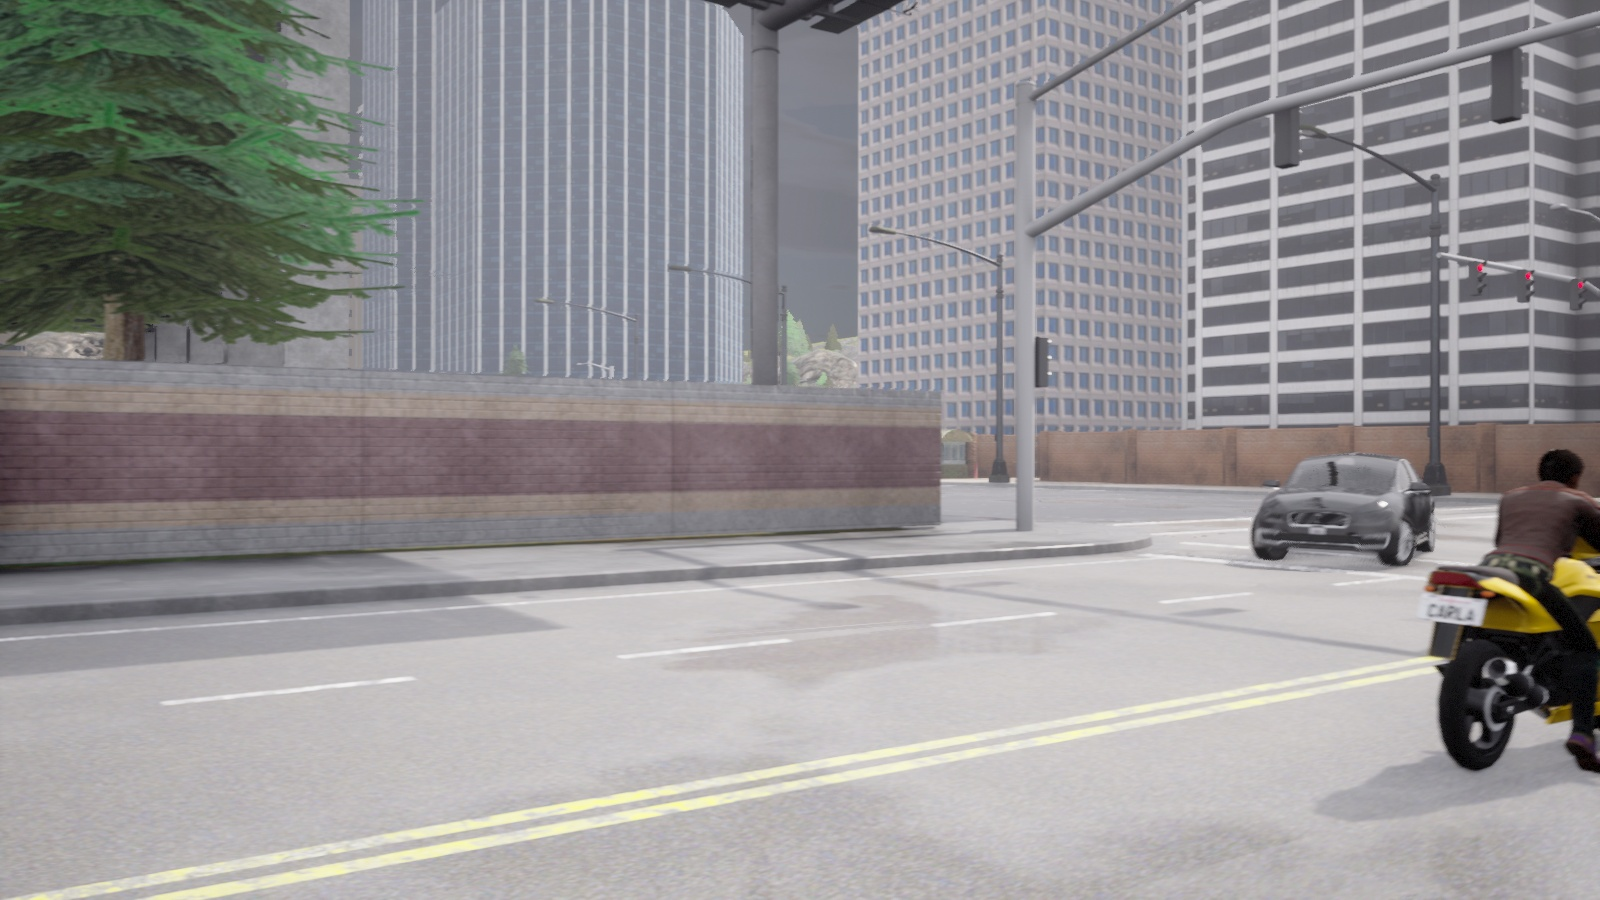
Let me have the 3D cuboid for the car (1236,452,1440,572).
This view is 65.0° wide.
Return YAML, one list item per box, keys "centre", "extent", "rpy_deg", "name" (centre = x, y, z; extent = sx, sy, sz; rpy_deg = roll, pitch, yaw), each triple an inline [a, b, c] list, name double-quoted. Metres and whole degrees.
- centre: [7.957, 0.778, 18.281]
  extent: [1.837, 1.490, 4.892]
  rpy_deg: [1, 0, 34]
  name: "car"

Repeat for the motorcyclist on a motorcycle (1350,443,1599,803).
- centre: [3.682, 0.734, 6.228]
  extent: [2.044, 1.523, 0.797]
  rpy_deg: [0, 0, -35]
  name: "motorcyclist on a motorcycle"
